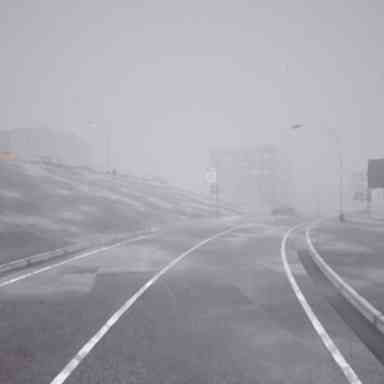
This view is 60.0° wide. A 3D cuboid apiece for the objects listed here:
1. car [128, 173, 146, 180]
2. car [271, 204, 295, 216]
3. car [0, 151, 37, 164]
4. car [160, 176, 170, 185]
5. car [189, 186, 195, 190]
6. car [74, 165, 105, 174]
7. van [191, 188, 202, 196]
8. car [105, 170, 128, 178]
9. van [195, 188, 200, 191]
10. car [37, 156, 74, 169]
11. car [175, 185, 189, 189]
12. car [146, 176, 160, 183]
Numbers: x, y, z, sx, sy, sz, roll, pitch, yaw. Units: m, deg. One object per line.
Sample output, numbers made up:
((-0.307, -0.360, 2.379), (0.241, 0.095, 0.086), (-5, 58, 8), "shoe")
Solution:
((-10.080, -2.249, 54.099), (2.231, 1.521, 4.892), (-1, -3, 22), "car")
((11.247, 2.197, 40.950), (1.895, 1.301, 4.718), (-1, -2, 30), "car")
((-18.912, -3.339, 33.775), (2.097, 1.535, 5.008), (-1, -3, 27), "car")
((-6.264, -1.878, 64.674), (2.435, 2.045, 5.566), (-1, -3, 19), "car")
((-1.484, -0.492, 80.501), (2.002, 1.452, 4.674), (0, -4, 15), "car")
((-14.224, -2.761, 43.987), (2.163, 1.488, 4.792), (-1, -3, 24), "car")
((1.249, 0.098, 91.359), (1.878, 1.987, 4.442), (0, -5, 14), "van")
((-12.079, -2.480, 49.065), (2.002, 1.452, 4.674), (-1, -3, 23), "car")
((-0.030, -0.336, 85.987), (1.878, 1.987, 4.442), (0, -4, 15), "van")
((-16.549, -3.196, 38.768), (2.185, 1.767, 4.553), (-1, -3, 25), "car")
((-2.981, -0.881, 75.178), (2.002, 1.452, 4.674), (0, -4, 17), "car")
((-8.119, -2.075, 59.382), (2.185, 1.767, 4.553), (-1, -3, 20), "car")
